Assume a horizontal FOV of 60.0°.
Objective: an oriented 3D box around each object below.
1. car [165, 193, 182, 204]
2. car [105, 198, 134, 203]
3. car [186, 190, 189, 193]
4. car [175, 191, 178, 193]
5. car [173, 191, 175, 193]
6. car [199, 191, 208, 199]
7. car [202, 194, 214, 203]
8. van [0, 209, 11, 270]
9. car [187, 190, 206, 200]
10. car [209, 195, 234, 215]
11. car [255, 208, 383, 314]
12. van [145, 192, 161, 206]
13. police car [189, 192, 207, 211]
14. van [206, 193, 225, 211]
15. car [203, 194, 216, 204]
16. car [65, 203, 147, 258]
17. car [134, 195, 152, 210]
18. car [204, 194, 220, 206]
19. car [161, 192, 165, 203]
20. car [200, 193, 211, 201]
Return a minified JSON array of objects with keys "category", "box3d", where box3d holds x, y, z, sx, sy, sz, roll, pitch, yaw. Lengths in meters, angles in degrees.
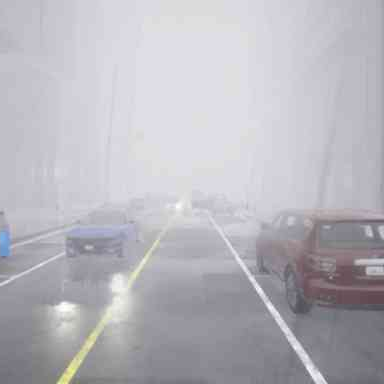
[{"category":"car","box3d":[-3.063,1.195,53.810,1.895,1.301,4.718,0,0,0]},{"category":"car","box3d":[-5.763,1.355,24.304,1.887,1.381,4.507,0,0,0]},{"category":"car","box3d":[0.006,0.547,70.194,2.150,2.045,5.566,0,0,0]},{"category":"car","box3d":[-5.758,0.758,91.942,1.967,1.590,4.097,0,0,0]},{"category":"car","box3d":[-5.759,0.839,80.669,1.967,1.590,4.097,0,0,0]},{"category":"car","box3d":[2.766,0.715,80.677,2.192,1.841,5.009,0,0,0]},{"category":"car","box3d":[2.765,1.114,58.134,2.008,1.369,4.403,0,0,0]},{"category":"van","box3d":[-5.765,1.281,7.392,1.690,1.788,3.998,0,0,0]},{"category":"car","box3d":[0.776,0.997,46.852,2.097,1.767,4.553,0,0,-1]},{"category":"car","box3d":[2.762,1.293,30.123,1.752,1.417,4.829,0,0,0]},{"category":"car","box3d":[2.760,1.255,7.406,2.192,1.841,5.009,0,0,0]},{"category":"van","box3d":[-5.762,0.986,46.849,1.690,1.788,3.998,0,0,0]},{"category":"police car","box3d":[0.903,1.142,37.013,1.930,1.638,5.238,0,0,0]},{"category":"van","box3d":[2.762,1.069,35.587,1.690,1.788,3.998,0,0,0]},{"category":"car","box3d":[2.764,1.128,52.667,1.752,1.417,4.829,0,0,0]},{"category":"car","box3d":[-3.100,1.378,12.498,1.882,1.535,5.008,0,0,0]},{"category":"car","box3d":[-5.762,1.293,35.577,1.947,1.339,4.313,0,0,0]},{"category":"car","box3d":[2.763,1.085,46.861,1.967,1.590,4.097,0,0,0]},{"category":"car","box3d":[-5.761,1.170,52.487,1.947,1.339,4.313,0,0,0]},{"category":"car","box3d":[2.765,0.921,69.405,1.967,1.590,4.097,0,0,0]}]
